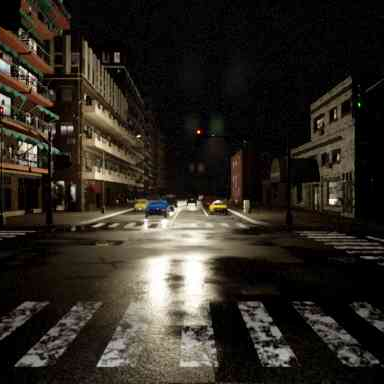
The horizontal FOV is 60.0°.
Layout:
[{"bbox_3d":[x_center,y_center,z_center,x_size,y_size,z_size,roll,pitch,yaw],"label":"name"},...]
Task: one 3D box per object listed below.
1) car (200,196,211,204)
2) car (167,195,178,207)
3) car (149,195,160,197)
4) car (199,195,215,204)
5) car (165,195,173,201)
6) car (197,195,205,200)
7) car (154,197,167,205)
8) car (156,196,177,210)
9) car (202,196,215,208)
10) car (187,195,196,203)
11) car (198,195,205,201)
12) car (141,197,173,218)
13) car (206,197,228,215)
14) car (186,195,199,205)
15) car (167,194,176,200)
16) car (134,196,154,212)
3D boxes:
[{"bbox_3d":[2.630,1.609,67.087,2.008,1.369,4.403,0,0,0],"label":"car"},{"bbox_3d":[-3.122,1.538,50.059,1.837,1.490,4.892,0,0,0],"label":"car"},{"bbox_3d":[-5.734,1.349,50.461,2.192,1.841,5.009,0,0,0],"label":"car"},{"bbox_3d":[2.646,1.349,50.470,2.192,1.841,5.009,0,0,0],"label":"car"},{"bbox_3d":[-5.767,1.530,83.696,1.967,1.590,4.097,0,0,0],"label":"car"},{"bbox_3d":[2.603,1.666,94.783,2.008,1.369,4.403,0,0,0],"label":"car"},{"bbox_3d":[-5.746,1.600,61.539,2.008,1.369,4.403,0,0,0],"label":"car"},{"bbox_3d":[-3.119,1.548,39.990,1.812,1.442,4.674,0,0,0],"label":"car"},{"bbox_3d":[2.651,1.609,44.930,1.802,1.307,4.206,0,0,0],"label":"car"},{"bbox_3d":[-0.066,1.432,70.658,1.882,1.535,5.008,0,0,0],"label":"car"},{"bbox_3d":[2.608,1.628,89.414,1.752,1.417,4.829,0,0,0],"label":"car"},{"bbox_3d":[-3.128,1.492,30.712,1.882,1.535,5.008,0,0,0],"label":"car"},{"bbox_3d":[2.661,1.543,34.022,1.752,1.417,4.829,0,0,0],"label":"car"},{"bbox_3d":[-0.056,1.595,60.238,2.033,1.411,5.357,0,0,0],"label":"car"},{"bbox_3d":[-5.777,1.430,94.775,2.192,1.841,5.009,0,0,0],"label":"car"},{"bbox_3d":[-5.725,1.547,39.212,1.752,1.417,4.829,0,0,0],"label":"car"}]
